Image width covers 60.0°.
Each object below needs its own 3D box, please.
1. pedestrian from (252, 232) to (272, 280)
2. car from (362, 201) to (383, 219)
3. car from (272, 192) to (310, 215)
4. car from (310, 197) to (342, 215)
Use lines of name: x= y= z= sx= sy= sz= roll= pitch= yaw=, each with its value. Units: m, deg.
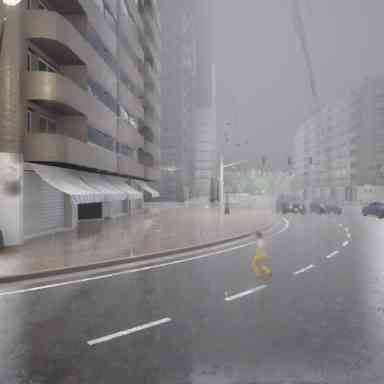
pedestrian: x=1.788 y=1.574 z=8.488 sx=0.375 sy=1.300 sz=0.375 roll=0 pitch=0 yaw=43
car: x=16.850 y=1.526 z=29.439 sx=1.812 sy=1.442 sz=4.674 roll=0 pitch=0 yaw=3
car: x=10.009 y=1.328 z=34.050 sx=2.150 sy=2.045 sz=5.566 roll=0 pitch=0 yaw=4
car: x=13.504 y=1.364 z=33.848 sx=2.097 sy=1.767 sz=4.553 roll=0 pitch=0 yaw=4
